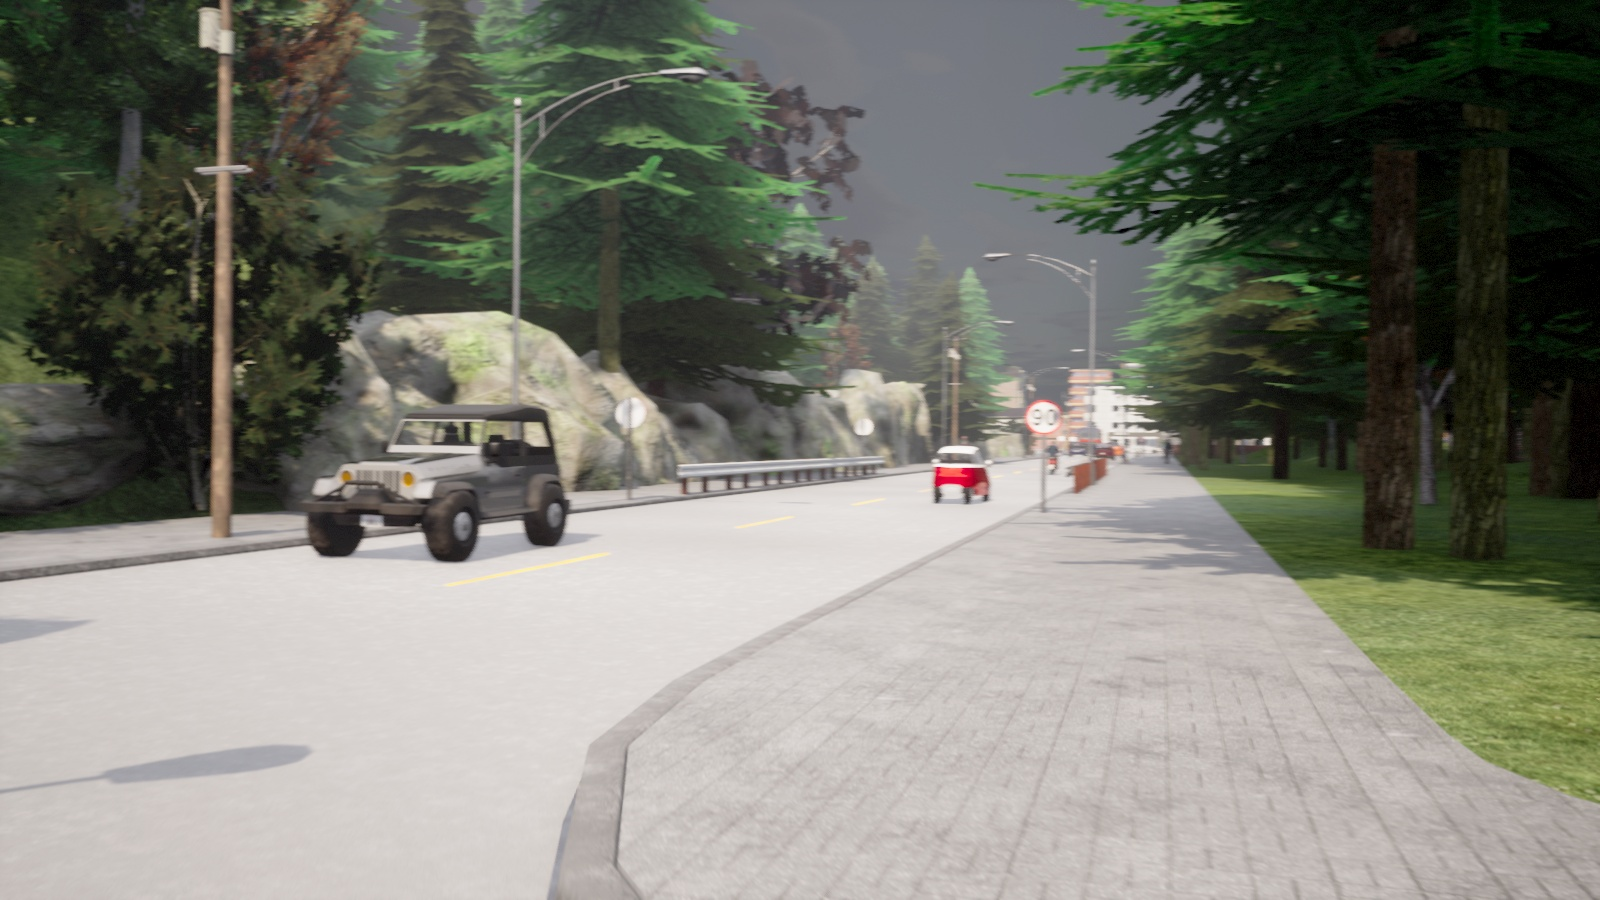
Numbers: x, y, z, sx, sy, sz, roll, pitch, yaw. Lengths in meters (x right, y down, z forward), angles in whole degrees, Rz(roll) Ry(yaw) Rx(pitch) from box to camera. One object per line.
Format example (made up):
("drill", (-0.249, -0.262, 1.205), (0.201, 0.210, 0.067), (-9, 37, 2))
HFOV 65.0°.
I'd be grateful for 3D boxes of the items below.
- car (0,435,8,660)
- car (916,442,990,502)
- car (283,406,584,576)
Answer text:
("car", (-6.650, 0.688, 6.989), (1.789, 1.549, 3.705), (0, 0, 9))
("car", (3.786, 0.511, 30.786), (1.481, 1.376, 2.207), (0, 1, 16))
("car", (-4.473, 0.415, 16.003), (1.905, 1.878, 3.866), (0, 1, 16))
